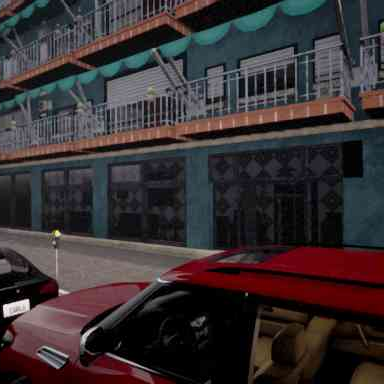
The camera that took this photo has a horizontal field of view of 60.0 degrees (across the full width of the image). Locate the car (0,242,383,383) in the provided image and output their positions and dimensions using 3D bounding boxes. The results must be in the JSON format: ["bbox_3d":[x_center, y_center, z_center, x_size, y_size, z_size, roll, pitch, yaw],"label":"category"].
[{"bbox_3d":[0.608,1.315,2.303,5.009,1.841,2.192,0,-1,36],"label":"car"}]
